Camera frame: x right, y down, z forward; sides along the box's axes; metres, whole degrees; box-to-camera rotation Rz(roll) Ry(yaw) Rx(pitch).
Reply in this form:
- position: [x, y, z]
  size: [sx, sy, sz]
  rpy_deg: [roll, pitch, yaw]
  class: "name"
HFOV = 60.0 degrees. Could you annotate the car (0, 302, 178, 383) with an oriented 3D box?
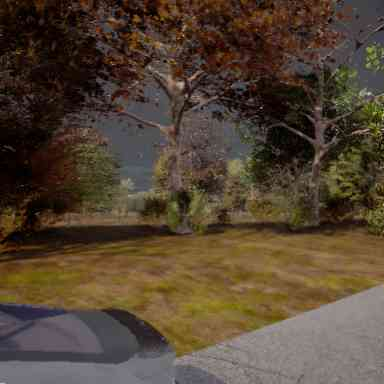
- position: [-2.283, 1.494, 1.502]
  size: [4.902, 1.511, 2.128]
  rpy_deg: [0, 0, -36]
  class: "car"
